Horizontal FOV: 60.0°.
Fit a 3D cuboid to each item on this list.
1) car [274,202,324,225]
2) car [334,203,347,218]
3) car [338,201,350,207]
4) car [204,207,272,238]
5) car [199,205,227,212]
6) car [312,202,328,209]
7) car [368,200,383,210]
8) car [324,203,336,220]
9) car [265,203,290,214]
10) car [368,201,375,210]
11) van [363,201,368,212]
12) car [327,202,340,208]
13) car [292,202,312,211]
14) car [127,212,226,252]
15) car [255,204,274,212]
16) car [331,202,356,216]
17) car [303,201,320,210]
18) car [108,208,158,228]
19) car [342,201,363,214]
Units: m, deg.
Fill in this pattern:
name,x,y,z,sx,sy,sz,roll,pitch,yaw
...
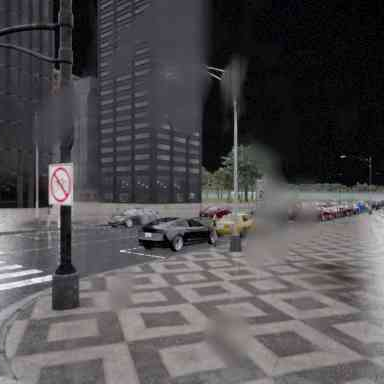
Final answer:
name,x,y,z,sx,sy,sz,roll,pitch,yaw
car,9.317,1.791,28.637,2.192,1.841,5.009,-1,-2,36
car,15.879,2.245,37.823,1.802,1.307,4.206,-1,-2,36
car,38.446,3.036,84.118,2.008,1.369,4.403,-1,-1,36
car,2.859,1.823,19.582,1.752,1.417,4.829,-1,-2,36
car,2.383,2.015,33.590,1.887,1.381,4.507,-1,-2,36
car,25.332,2.671,65.744,1.887,1.381,4.507,-1,-2,36
car,35.547,2.538,65.388,2.192,1.841,5.009,-1,-2,36
car,12.596,2.113,33.225,1.887,1.381,4.507,-1,-2,36
car,12.217,2.304,47.369,2.008,1.369,4.403,-1,-2,36
car,28.990,2.591,56.194,2.008,1.369,4.403,-1,-2,36
van,25.710,2.288,51.605,1.690,1.788,3.998,-1,-2,36
car,31.889,2.889,74.931,1.802,1.307,4.206,-1,-2,36
car,18.775,2.493,56.557,2.008,1.369,4.403,-1,-2,36
car,-0.517,1.774,14.850,1.947,1.339,4.313,-1,-2,36
car,8.939,2.208,42.776,2.008,1.369,4.403,-1,-2,36
car,19.153,2.303,42.413,1.887,1.381,4.507,-1,-2,36
car,22.053,2.475,61.153,1.967,1.590,4.097,-1,-2,36
car,-4.173,1.840,24.402,2.008,1.369,4.403,-1,-1,36
car,22.431,2.294,47.009,1.967,1.590,4.097,-1,-2,36
